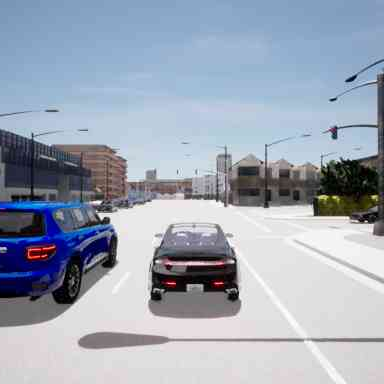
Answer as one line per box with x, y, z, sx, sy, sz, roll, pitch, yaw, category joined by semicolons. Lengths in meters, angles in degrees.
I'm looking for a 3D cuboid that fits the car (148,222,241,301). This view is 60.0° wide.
0.055;1.506;8.365;2.128;1.511;4.902;0;0;0;car

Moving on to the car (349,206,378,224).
15.061;1.685;25.499;5.357;1.411;2.033;0;-1;0;car

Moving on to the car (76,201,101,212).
-14.172;1.973;45.866;1.895;1.301;4.718;0;-1;0;car

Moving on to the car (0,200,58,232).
-10.633;1.465;21.575;2.097;1.767;4.553;0;-1;0;car

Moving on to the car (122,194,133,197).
-14.106;1.699;67.838;2.097;1.767;4.553;0;1;0;car

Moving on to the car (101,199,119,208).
-14.168;1.930;57.681;1.837;1.490;4.892;0;0;0;car

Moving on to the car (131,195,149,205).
-10.611;1.890;68.074;2.033;1.411;5.357;0;1;0;car

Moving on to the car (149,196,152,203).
-10.623;1.725;78.199;2.128;1.511;4.902;0;0;0;car

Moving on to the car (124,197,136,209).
-10.673;1.935;53.430;1.837;1.490;4.892;0;0;0;car

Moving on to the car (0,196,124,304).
-3.446;1.239;8.320;2.150;2.045;5.566;0;0;0;car

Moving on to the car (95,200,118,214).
-10.538;1.840;41.236;1.837;1.490;4.892;0;0;-3;car
